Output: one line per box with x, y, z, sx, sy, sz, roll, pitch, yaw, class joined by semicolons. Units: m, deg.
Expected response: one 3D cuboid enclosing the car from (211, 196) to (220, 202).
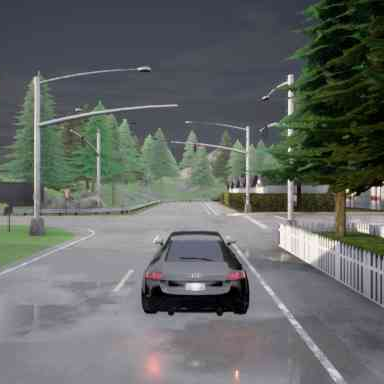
6.702;1.524;72.823;5.357;1.411;2.033;0;0;-22;car

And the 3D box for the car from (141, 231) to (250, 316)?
0.075;1.564;7.604;1.994;1.385;4.181;0;0;1;car
